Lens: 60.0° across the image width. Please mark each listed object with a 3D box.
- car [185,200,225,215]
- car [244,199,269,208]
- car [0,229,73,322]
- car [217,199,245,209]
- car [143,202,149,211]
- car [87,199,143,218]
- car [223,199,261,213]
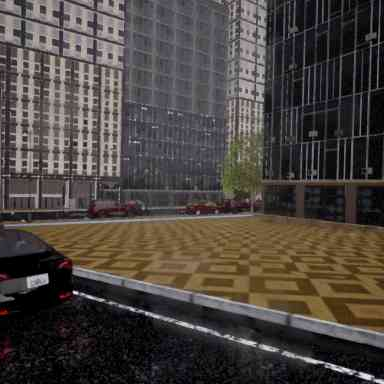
[{"bbox_3d":[1.319,1.965,39.948,4.507,1.381,1.887,1,1,-34],"label":"car"},{"bbox_3d":[10.891,1.934,56.065,4.206,1.307,1.802,1,1,-34],"label":"car"},{"bbox_3d":[-4.434,1.501,6.836,4.792,1.488,2.163,0,0,36],"label":"car"},{"bbox_3d":[6.216,1.872,52.859,4.313,1.339,1.947,1,1,-34],"label":"car"},{"bbox_3d":[-7.810,1.719,43.241,4.403,1.369,2.008,1,1,-34],"label":"car"},{"bbox_3d":[-8.026,1.644,33.533,5.009,1.841,2.192,1,1,-34],"label":"car"},{"bbox_3d":[6.000,1.782,43.150,5.009,1.841,2.192,1,1,-34],"label":"car"}]
